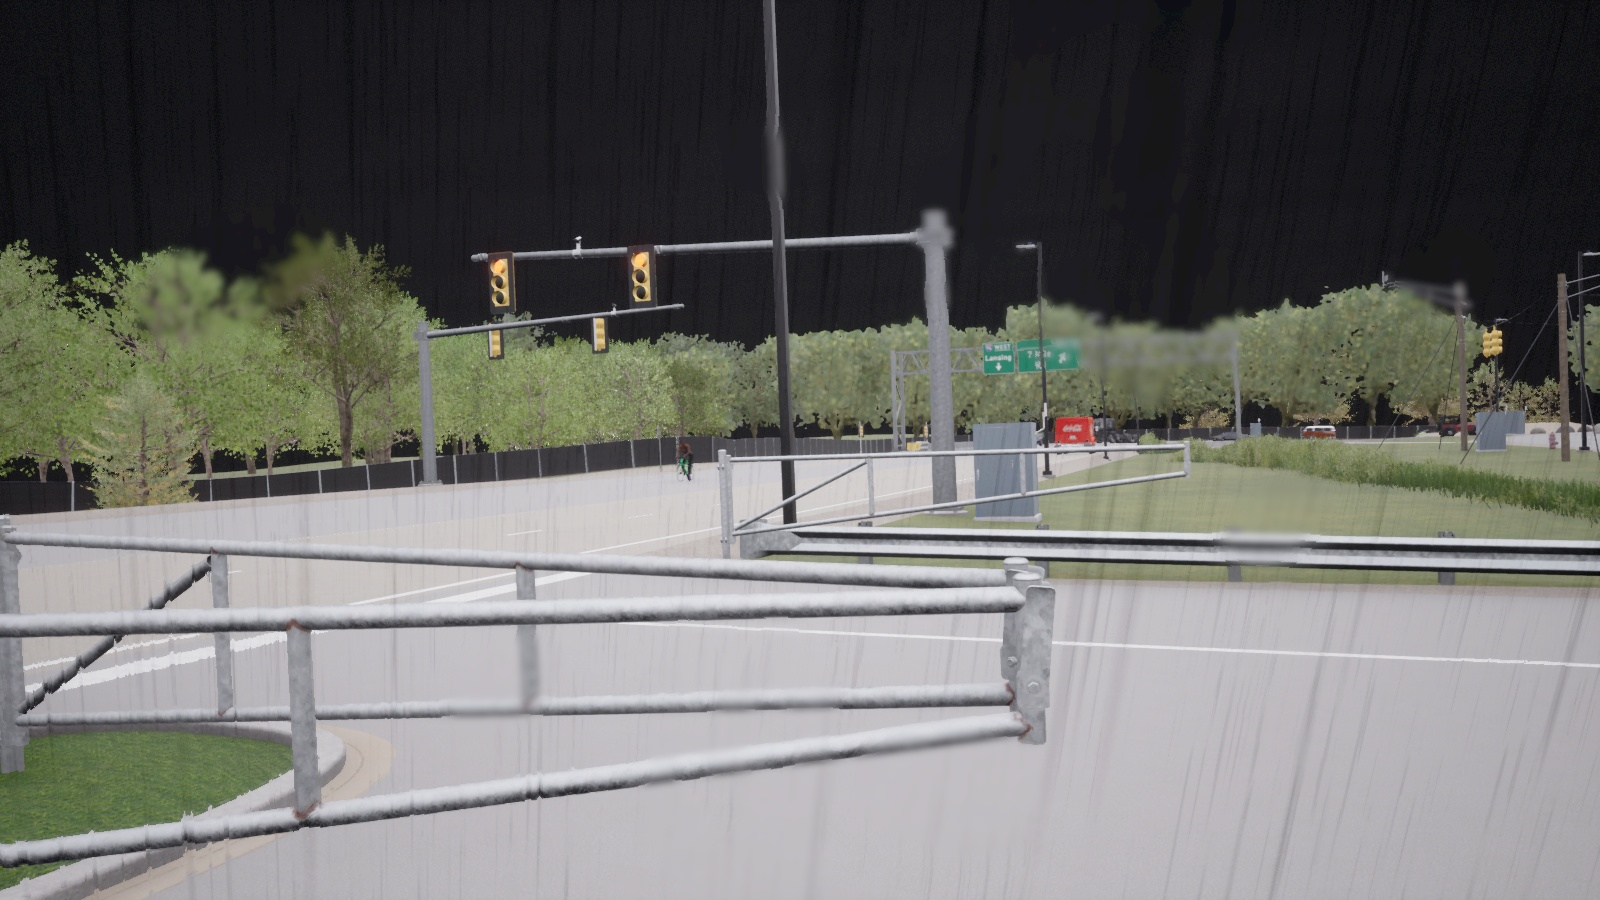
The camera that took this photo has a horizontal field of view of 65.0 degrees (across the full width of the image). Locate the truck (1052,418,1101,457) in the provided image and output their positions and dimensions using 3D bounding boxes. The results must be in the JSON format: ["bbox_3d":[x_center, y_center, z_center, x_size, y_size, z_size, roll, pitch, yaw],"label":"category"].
[{"bbox_3d":[18.736,-0.827,84.853,2.627,2.467,5.204,-1,0,18],"label":"truck"}]
